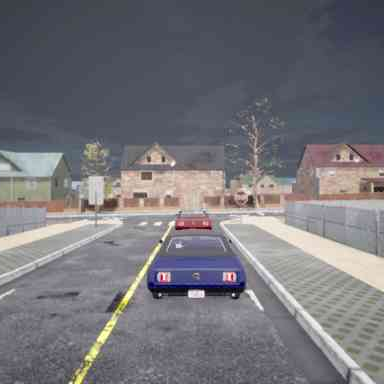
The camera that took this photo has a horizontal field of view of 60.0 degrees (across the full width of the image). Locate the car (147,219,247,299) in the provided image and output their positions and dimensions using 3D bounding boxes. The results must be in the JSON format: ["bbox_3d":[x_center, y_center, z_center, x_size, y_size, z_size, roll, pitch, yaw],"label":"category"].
[{"bbox_3d":[0.091,1.600,8.381,1.895,1.301,4.718,0,0,0],"label":"car"}]

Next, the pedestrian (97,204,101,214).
[{"bbox_3d":[-9.650,1.276,34.005,0.375,1.860,0.375,0,2,0],"label":"pedestrian"}]

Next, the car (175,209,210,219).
[{"bbox_3d":[-0.010,1.608,18.776,1.895,1.301,4.718,0,0,-2],"label":"car"}]
